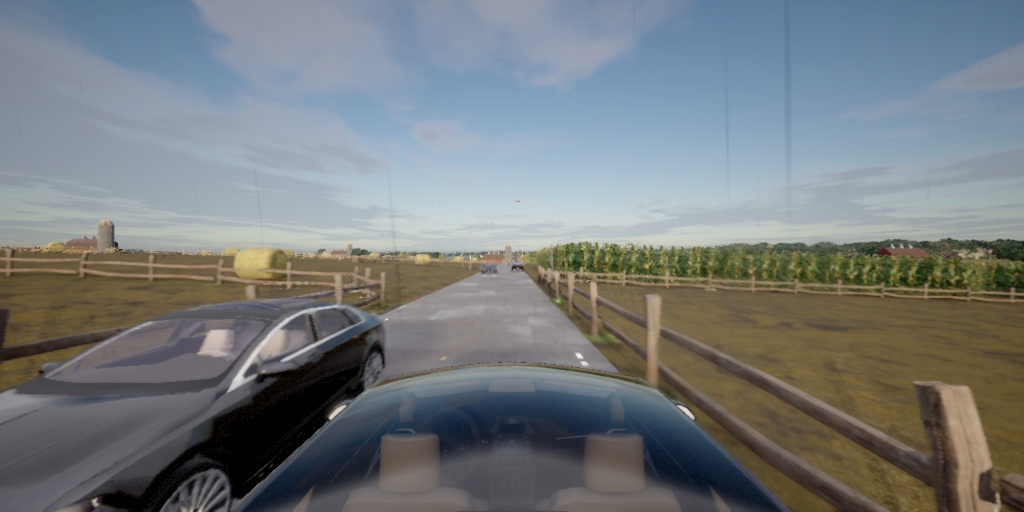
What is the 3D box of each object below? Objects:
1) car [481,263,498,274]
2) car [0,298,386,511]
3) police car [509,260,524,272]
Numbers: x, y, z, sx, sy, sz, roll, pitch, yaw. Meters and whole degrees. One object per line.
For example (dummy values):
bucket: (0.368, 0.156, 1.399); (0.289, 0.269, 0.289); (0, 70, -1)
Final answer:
car: (-2.819, 1.627, 45.716); (1.994, 1.385, 4.181); (0, 0, 0)
car: (-2.850, 1.259, 3.664); (2.128, 1.511, 4.902); (0, -1, 0)
police car: (0.828, 1.536, 54.860); (1.930, 1.638, 5.238); (0, 0, 0)
